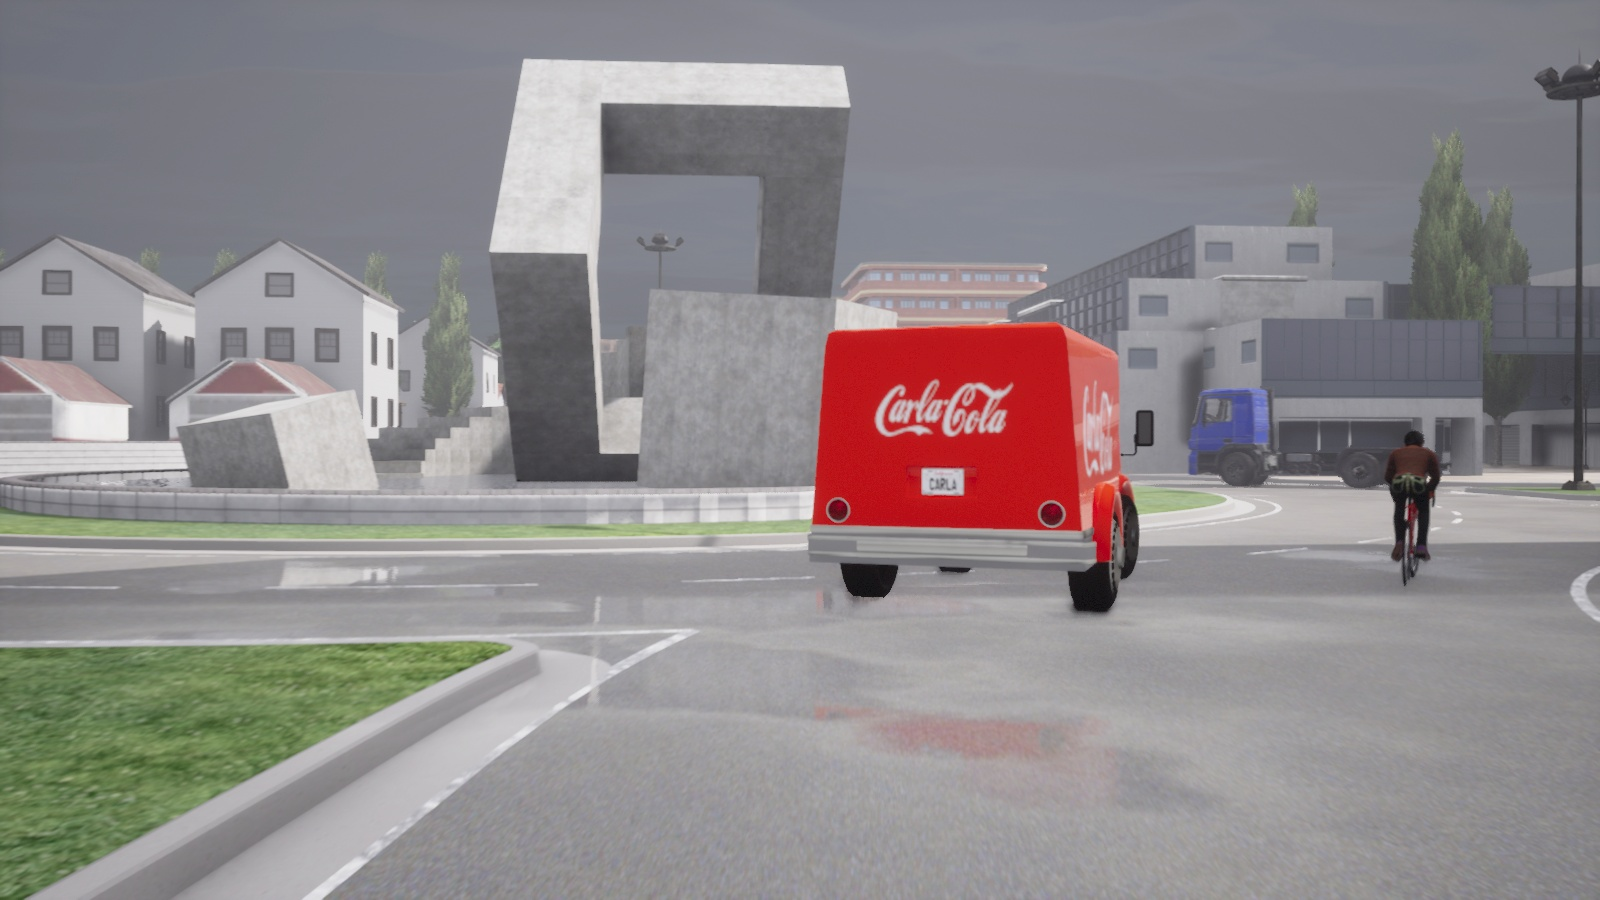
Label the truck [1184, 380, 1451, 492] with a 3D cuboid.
[{"bbox_3d":[17.323,-0.456,42.272,7.936,3.462,2.891,0,1,33],"label":"truck"}]

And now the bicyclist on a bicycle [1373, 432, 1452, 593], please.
[{"bbox_3d":[6.610,0.630,13.520,0.582,1.620,1.656,1,1,31],"label":"bicyclist on a bicycle"}]

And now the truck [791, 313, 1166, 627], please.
[{"bbox_3d":[2.105,0.177,12.752,2.627,2.467,5.204,0,-1,21],"label":"truck"}]
